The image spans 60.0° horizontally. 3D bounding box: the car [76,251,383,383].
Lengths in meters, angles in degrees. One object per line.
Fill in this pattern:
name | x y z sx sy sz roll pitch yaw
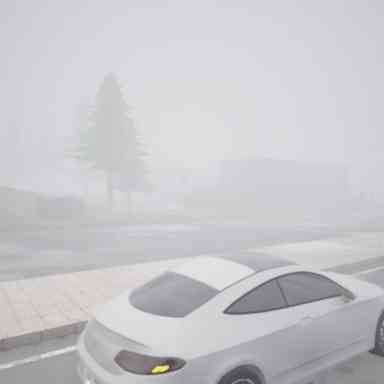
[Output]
car | 0.929 1.546 4.403 4.674 1.442 1.812 0 0 -36
